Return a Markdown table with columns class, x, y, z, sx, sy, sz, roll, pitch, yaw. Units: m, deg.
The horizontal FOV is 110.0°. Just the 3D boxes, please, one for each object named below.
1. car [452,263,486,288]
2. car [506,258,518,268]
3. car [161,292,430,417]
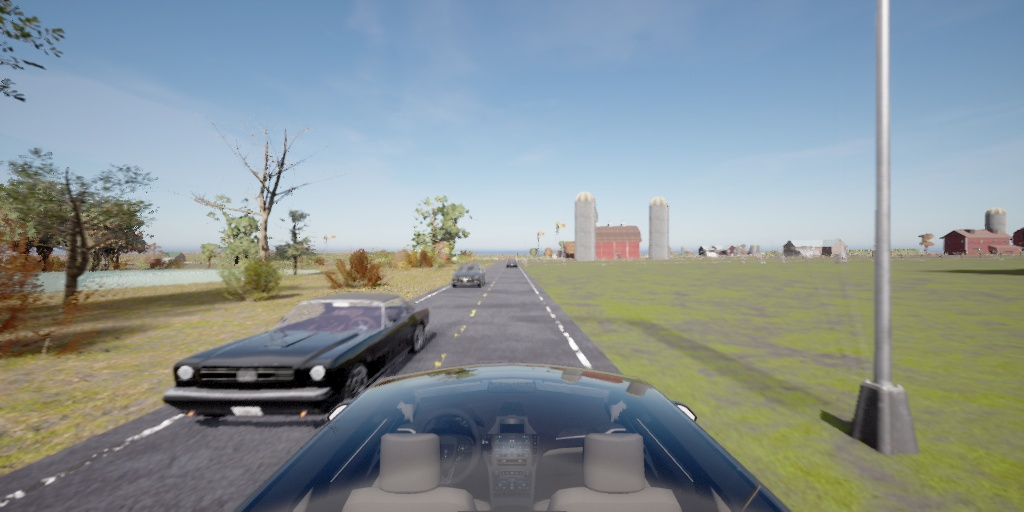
| class | x | y | z | sx | sy | sz | roll | pitch | yaw |
| --- | --- | --- | --- | --- | --- | --- | --- | --- | --- |
| car | -2.782 | 1.259 | 23.881 | 1.837 | 1.490 | 4.892 | 0 | -1 | 1 |
| car | 0.002 | 1.347 | 61.039 | 1.994 | 1.385 | 4.181 | 0 | 0 | 0 |
| car | -2.818 | 1.350 | 6.033 | 1.895 | 1.301 | 4.718 | 0 | 0 | 0 |
